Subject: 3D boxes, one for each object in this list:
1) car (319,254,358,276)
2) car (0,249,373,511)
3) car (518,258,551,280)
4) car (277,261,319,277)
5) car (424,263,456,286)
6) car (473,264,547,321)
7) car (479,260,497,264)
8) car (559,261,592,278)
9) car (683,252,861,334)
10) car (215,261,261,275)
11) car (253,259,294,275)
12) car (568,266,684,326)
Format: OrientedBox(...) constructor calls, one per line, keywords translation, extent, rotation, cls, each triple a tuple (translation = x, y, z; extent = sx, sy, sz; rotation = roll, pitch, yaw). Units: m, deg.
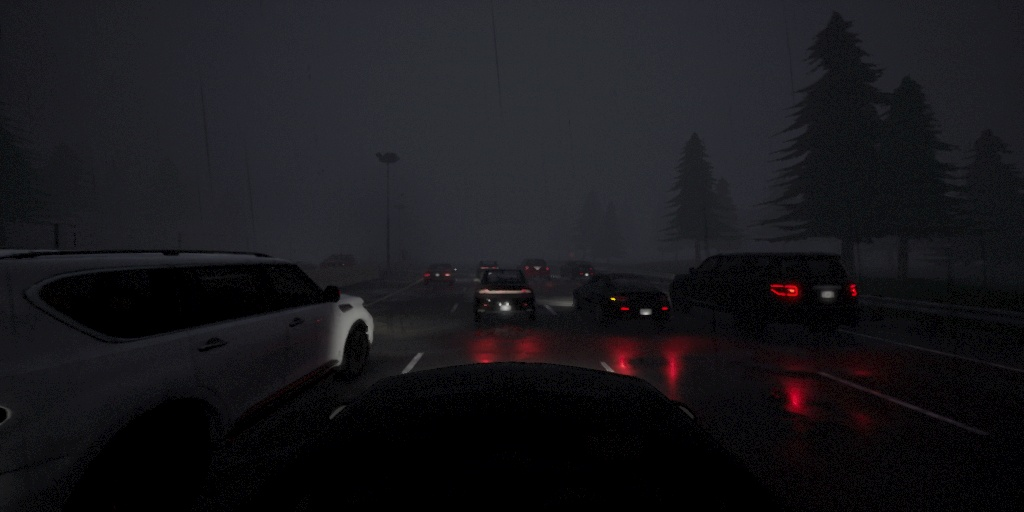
OrientedBox(translation=(-17.414, 0.822, 36.267), extent=(2.150, 2.045, 5.566), rotation=(0, 0, -10), cls="car")
OrientedBox(translation=(-3.481, 0.965, 3.952), extent=(2.150, 2.045, 5.566), rotation=(0, 0, -1), cls="car")
OrientedBox(translation=(1.616, 0.958, 28.716), extent=(2.097, 1.767, 4.553), rotation=(0, 0, -8), cls="car")
OrientedBox(translation=(-20.755, 1.211, 35.012), extent=(1.895, 1.301, 4.718), rotation=(0, 0, -10), cls="car")
OrientedBox(translation=(-4.836, 1.187, 24.328), extent=(2.033, 1.411, 5.357), rotation=(0, 0, -7), cls="car")
OrientedBox(translation=(-0.307, 1.187, 12.207), extent=(2.128, 1.511, 4.902), rotation=(0, 0, -3), cls="car")
OrientedBox(translation=(-1.999, 1.100, 29.364), extent=(2.128, 1.511, 4.902), rotation=(0, 0, -8), cls="car")
OrientedBox(translation=(5.161, 1.106, 28.666), extent=(1.837, 1.490, 4.892), rotation=(0, 0, -8), cls="car")
OrientedBox(translation=(6.805, 0.915, 10.535), extent=(2.150, 2.045, 5.566), rotation=(0, 0, -2), cls="car")
OrientedBox(translation=(-28.246, 1.212, 37.204), extent=(1.895, 1.301, 4.718), rotation=(0, 0, -11), cls="car")
OrientedBox(translation=(-24.732, 1.111, 37.420), extent=(1.837, 1.490, 4.892), rotation=(0, 0, -11), cls="car")
OrientedBox(translation=(3.249, 1.220, 11.298), extent=(1.812, 1.442, 4.674), rotation=(0, 0, -3), cls="car")
